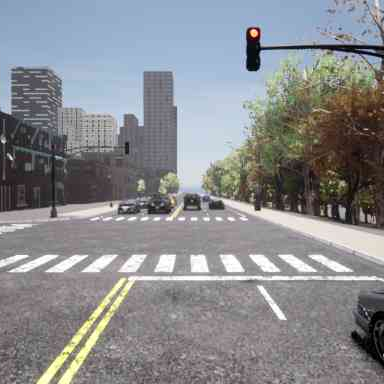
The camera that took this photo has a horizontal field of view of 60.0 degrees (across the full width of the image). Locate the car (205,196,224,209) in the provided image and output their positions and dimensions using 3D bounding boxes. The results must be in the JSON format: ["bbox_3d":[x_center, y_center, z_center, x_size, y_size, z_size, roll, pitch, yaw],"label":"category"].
[{"bbox_3d":[3.260,1.548,45.150,1.994,1.385,4.181,0,0,0],"label":"car"}]

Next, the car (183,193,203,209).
[{"bbox_3d":[0.012,1.206,44.324,2.150,2.045,5.566,0,0,0],"label":"car"}]

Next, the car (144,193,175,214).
[{"bbox_3d":[-3.422,1.210,35.909,2.150,2.045,5.566,0,0,1],"label":"car"}]

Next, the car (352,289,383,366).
[{"bbox_3d":[3.345,1.547,2.571,2.033,1.411,5.357,0,0,0],"label":"car"}]

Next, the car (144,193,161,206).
[{"bbox_3d":[-6.694,1.200,56.670,2.150,2.045,5.566,0,0,1],"label":"car"}]

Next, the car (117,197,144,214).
[{"bbox_3d":[-6.661,1.481,35.582,2.128,1.511,4.902,0,0,0],"label":"car"}]

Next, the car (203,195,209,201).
[{"bbox_3d":[3.147,1.449,72.583,1.882,1.535,5.008,0,0,0],"label":"car"}]

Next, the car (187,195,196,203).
[{"bbox_3d":[-0.088,1.497,72.073,1.812,1.442,4.674,0,0,0],"label":"car"}]

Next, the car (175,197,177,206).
[{"bbox_3d":[-3.426,1.462,45.907,1.882,1.535,5.008,0,0,0],"label":"car"}]

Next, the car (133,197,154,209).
[{"bbox_3d":[-6.675,1.476,45.983,2.128,1.511,4.902,0,0,0],"label":"car"}]
